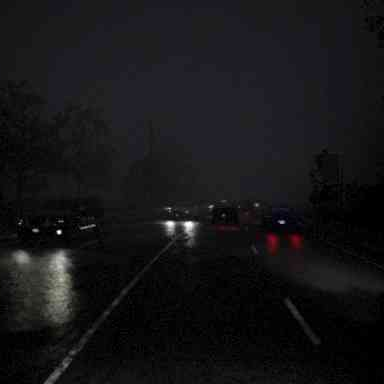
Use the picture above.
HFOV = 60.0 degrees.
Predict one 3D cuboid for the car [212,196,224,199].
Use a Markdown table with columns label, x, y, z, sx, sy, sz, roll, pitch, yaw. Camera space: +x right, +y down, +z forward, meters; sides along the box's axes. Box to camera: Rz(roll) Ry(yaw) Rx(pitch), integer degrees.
| label | x | y | z | sx | sy | sz | roll | pitch | yaw |
| --- | --- | --- | --- | --- | --- | --- | --- | --- | --- |
| car | 4.384 | 1.480 | 56.701 | 2.128 | 1.511 | 4.902 | 0 | 0 | 22 |

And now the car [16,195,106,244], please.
| label | x | y | z | sx | sy | sz | roll | pitch | yaw |
| --- | --- | --- | --- | --- | --- | --- | --- | --- | --- |
| car | -6.029 | 1.202 | 16.211 | 2.150 | 2.045 | 5.566 | 0 | 0 | 7 |

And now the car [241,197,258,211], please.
| label | x | y | z | sx | sy | sz | roll | pitch | yaw |
| --- | --- | --- | --- | --- | --- | --- | --- | --- | --- |
| car | 6.722 | 1.500 | 41.904 | 2.128 | 1.511 | 4.902 | 0 | 0 | 17 |

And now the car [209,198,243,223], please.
| label | x | y | z | sx | sy | sz | roll | pitch | yaw |
| --- | --- | --- | --- | --- | --- | --- | --- | --- | --- |
| car | 2.638 | 1.479 | 25.329 | 1.882 | 1.535 | 5.008 | 0 | 0 | 10 |

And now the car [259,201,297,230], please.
| label | x | y | z | sx | sy | sz | roll | pitch | yaw |
| --- | --- | --- | --- | --- | --- | --- | --- | --- | --- |
| car | 5.447 | 1.536 | 21.085 | 1.812 | 1.442 | 4.674 | 0 | 0 | 9 |

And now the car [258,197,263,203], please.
| label | x | y | z | sx | sy | sz | roll | pitch | yaw |
| --- | --- | --- | --- | --- | --- | --- | --- | --- | --- |
| car | 12.785 | 1.612 | 66.661 | 1.895 | 1.301 | 4.718 | 0 | 0 | 27 |

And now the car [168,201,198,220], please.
| label | x | y | z | sx | sy | sz | roll | pitch | yaw |
| --- | --- | --- | --- | --- | --- | --- | --- | --- | --- |
| car | -0.659 | 1.515 | 27.799 | 1.812 | 1.442 | 4.674 | 0 | 0 | 12 |

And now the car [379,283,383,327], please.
| label | x | y | z | sx | sy | sz | roll | pitch | yaw |
| --- | --- | --- | --- | --- | --- | --- | --- | --- | --- |
| car | 3.748 | 1.498 | 3.152 | 2.128 | 1.511 | 4.902 | 0 | 0 | 1 |
